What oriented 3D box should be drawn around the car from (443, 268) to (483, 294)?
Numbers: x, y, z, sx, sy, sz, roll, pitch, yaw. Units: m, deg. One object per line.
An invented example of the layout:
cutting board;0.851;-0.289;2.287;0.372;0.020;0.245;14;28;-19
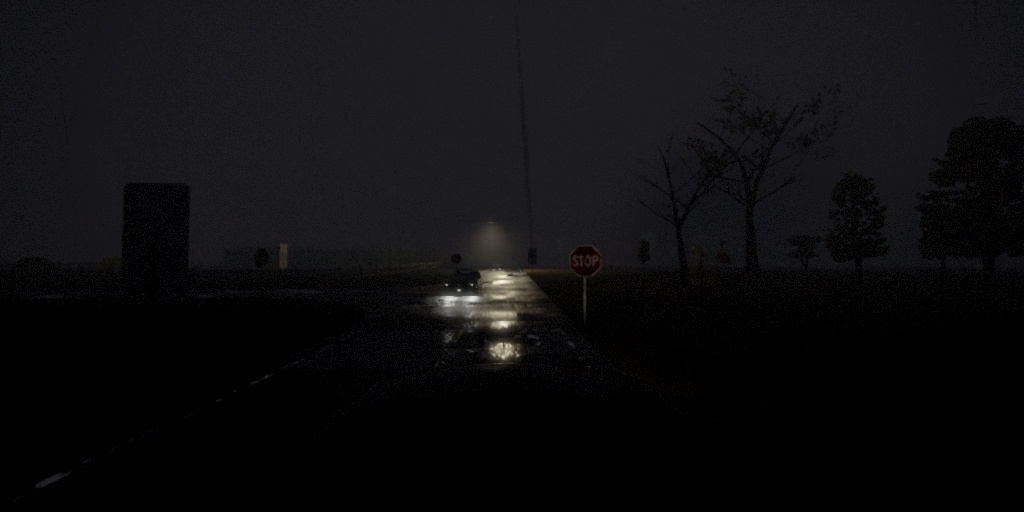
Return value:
car;-2.757;1.419;21.340;2.033;1.411;5.357;0;0;0
